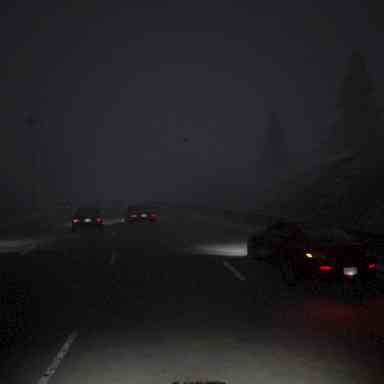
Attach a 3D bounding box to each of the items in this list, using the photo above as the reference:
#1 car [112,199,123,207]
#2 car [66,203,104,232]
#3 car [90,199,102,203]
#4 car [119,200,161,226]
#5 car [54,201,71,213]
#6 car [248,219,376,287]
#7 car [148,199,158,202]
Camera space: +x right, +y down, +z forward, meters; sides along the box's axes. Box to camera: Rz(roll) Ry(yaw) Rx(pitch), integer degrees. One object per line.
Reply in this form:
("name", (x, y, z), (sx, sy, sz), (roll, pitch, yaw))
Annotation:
("car", (-11.977, 1.783, 53.871), (1.895, 1.301, 4.718), (-1, 0, -16))
("car", (-6.604, 1.656, 21.151), (2.033, 1.411, 5.357), (-1, 0, -17))
("car", (-15.442, 1.797, 53.290), (2.033, 1.411, 5.357), (-1, 0, -16))
("car", (-3.842, 1.599, 24.131), (2.033, 1.411, 5.357), (-1, 0, -16))
("car", (-15.547, 1.811, 40.524), (2.033, 1.411, 5.357), (-1, 0, -15))
("car", (2.960, 1.459, 9.121), (1.812, 1.442, 4.674), (-1, 0, -7))
("car", (-5.192, 1.624, 42.488), (1.994, 1.385, 4.181), (-1, 0, -15))
